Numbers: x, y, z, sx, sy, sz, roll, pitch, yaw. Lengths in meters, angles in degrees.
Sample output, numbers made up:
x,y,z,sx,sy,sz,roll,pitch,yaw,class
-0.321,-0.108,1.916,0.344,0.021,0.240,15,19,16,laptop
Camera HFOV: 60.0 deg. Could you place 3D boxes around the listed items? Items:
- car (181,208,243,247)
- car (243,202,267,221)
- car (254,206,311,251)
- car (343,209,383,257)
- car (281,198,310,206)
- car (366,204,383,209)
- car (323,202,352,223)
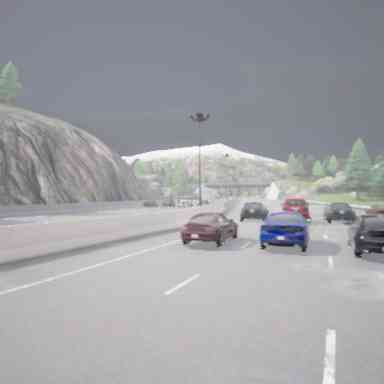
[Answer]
x,y,z,sx,sy,sz,roll,pitch,yaw,class
0.937,1.707,16.171,1.812,1.442,4.674,0,0,21,car
5.706,1.687,30.307,2.097,1.767,4.553,0,-1,17,car
4.314,1.645,15.215,1.882,1.535,5.008,0,0,21,car
7.310,1.650,13.241,1.837,1.490,4.892,0,0,21,car
8.813,1.537,28.452,2.150,2.045,5.566,0,0,17,car
15.972,1.778,28.001,1.882,1.535,5.008,0,0,16,car
12.397,1.658,28.250,2.097,1.767,4.553,0,-1,17,car
